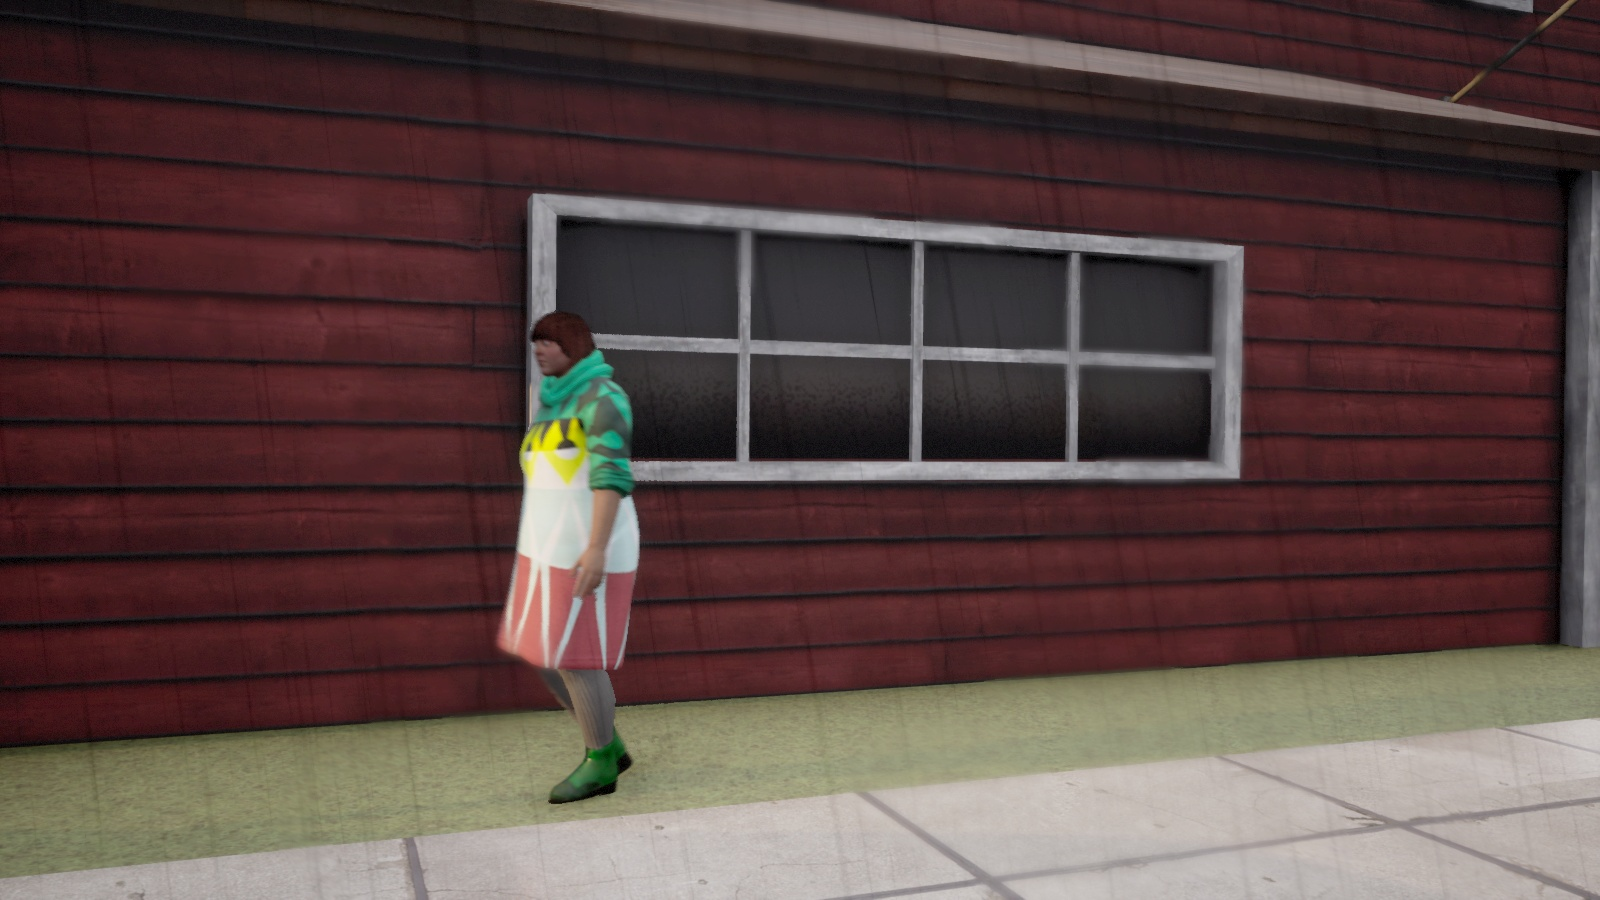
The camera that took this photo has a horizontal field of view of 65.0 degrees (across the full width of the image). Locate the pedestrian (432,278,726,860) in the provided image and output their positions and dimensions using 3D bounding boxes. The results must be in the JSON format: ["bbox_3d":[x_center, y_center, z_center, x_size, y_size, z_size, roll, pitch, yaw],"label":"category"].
[{"bbox_3d":[-0.833,0.392,4.726,0.873,1.952,0.659,-1,1,-34],"label":"pedestrian"}]
